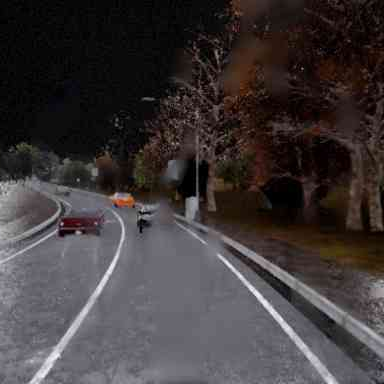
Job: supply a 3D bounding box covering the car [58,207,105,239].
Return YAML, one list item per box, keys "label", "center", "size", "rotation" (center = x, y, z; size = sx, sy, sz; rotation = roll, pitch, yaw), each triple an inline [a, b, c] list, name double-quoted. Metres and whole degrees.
- label: "car"
  center: [-5.473, 1.460, 16.927]
  size: [1.895, 1.301, 4.718]
  rotation: [0, 1, -12]

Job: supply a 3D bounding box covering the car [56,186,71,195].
- label: "car"
  center: [-20.884, -0.210, 53.987]
  size: [1.837, 1.490, 4.892]
  rotation: [2, 1, -29]

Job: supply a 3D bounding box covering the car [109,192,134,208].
- label: "car"
  center: [-7.675, 0.745, 36.222]
  size: [2.097, 1.767, 4.553]
  rotation: [1, 2, -23]

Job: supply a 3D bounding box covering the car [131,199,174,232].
- label: "car"
  center: [-2.181, 1.352, 18.959]
  size: [2.128, 1.511, 4.902]
  rotation: [0, 1, -11]
